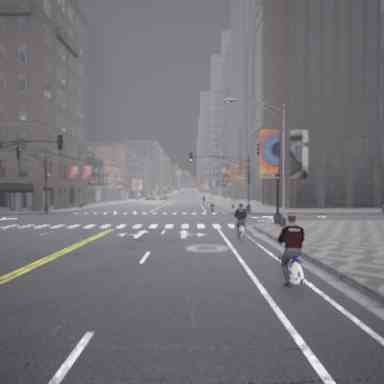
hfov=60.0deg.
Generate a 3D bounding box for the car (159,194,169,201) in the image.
[{"bbox_3d":[-6.500,1.292,77.889,1.837,1.490,4.892,0,0,0],"label":"car"}]

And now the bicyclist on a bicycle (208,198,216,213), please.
[{"bbox_3d":[2.251,1.517,36.863,0.866,1.612,1.509,0,0,0],"label":"bicyclist on a bicycle"}]

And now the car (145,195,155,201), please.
[{"bbox_3d":[-9.750,1.345,77.889,1.994,1.385,4.181,0,0,0],"label":"car"}]

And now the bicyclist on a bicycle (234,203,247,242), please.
[{"bbox_3d":[2.250,1.397,15.514,0.659,1.776,1.843,0,0,0],"label":"bicyclist on a bicycle"}]

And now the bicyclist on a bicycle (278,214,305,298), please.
[{"bbox_3d":[2.250,1.383,7.693,0.659,1.776,1.843,0,0,0],"label":"bicyclist on a bicycle"}]

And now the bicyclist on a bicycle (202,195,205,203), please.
[{"bbox_3d":[2.250,1.518,63.622,0.659,1.776,1.843,0,0,0],"label":"bicyclist on a bicycle"}]
